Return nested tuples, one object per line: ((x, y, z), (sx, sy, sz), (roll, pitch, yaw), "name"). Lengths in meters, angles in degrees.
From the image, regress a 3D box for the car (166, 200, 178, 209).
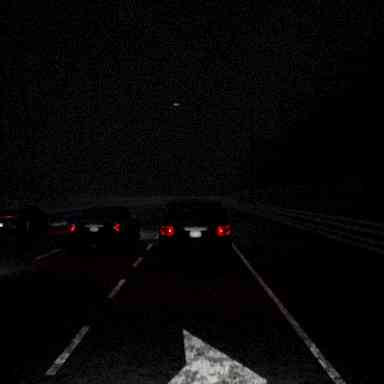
((-3.528, 2.223, 59.778), (1.994, 1.385, 4.181), (0, -1, 0), "car")

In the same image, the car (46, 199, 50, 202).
((-31.534, 2.215, 72.419), (2.097, 1.767, 4.553), (0, -1, 0), "car")

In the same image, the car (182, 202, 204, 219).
((0.084, 1.735, 32.202), (2.033, 1.411, 5.357), (0, -1, 0), "car")

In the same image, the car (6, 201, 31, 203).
((-21.102, 1.796, 39.437), (1.837, 1.490, 4.892), (0, -1, 0), "car")

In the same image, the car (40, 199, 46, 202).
((-24.581, 2.085, 50.461), (1.895, 1.301, 4.718), (0, -1, 0), "car")

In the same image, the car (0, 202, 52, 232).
((-10.410, 1.576, 20.620), (1.837, 1.490, 4.892), (0, 0, 0), "car")

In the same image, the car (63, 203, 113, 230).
((-6.911, 1.566, 22.772), (1.882, 1.535, 5.008), (0, 0, 0), "car")

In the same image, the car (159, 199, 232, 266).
((0.094, 1.241, 11.686), (2.150, 2.045, 5.566), (0, 0, 0), "car")

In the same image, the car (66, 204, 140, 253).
((-3.507, 1.380, 14.038), (2.097, 1.767, 4.553), (0, 0, 0), "car")

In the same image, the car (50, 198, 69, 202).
((-28.034, 2.136, 71.792), (2.097, 1.767, 4.553), (0, -1, 0), "car")
